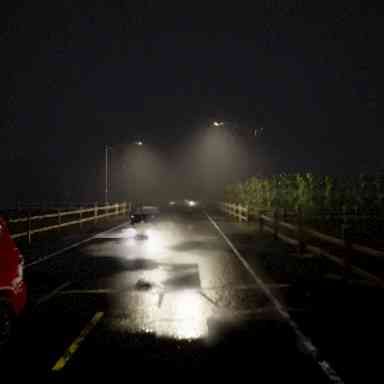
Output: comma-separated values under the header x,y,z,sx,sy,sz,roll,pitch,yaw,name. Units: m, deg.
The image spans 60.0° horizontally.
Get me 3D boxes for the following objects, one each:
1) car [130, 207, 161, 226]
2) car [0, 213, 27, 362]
x,y,z,sx,sy,sz,roll,pitch,yaw,name
-3.497,1.845,25.756,1.895,1.301,4.718,0,-1,0,car
-3.590,1.250,2.845,2.150,2.045,5.566,0,-1,0,car
